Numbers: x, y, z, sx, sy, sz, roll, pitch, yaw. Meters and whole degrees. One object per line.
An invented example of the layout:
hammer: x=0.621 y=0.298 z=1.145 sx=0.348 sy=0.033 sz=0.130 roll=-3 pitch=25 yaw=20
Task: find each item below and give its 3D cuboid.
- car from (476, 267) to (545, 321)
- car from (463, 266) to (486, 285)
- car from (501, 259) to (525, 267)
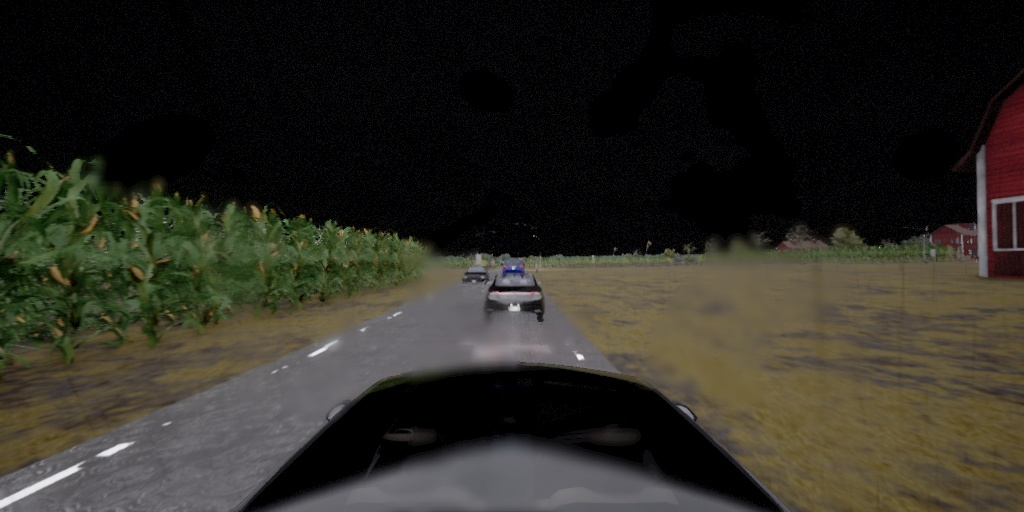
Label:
car: x=0.097 y=1.329 z=12.832 sx=2.128 sy=1.511 sz=4.902 roll=0 pitch=0 yaw=0
car: x=-2.838 y=1.537 z=29.441 sx=2.033 sy=1.411 sz=5.357 roll=0 pitch=-1 yaw=0
car: x=0.115 y=1.301 z=36.578 sx=2.150 sy=2.045 sz=5.566 roll=0 pitch=-1 yaw=0
